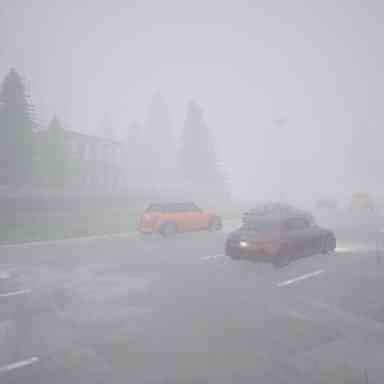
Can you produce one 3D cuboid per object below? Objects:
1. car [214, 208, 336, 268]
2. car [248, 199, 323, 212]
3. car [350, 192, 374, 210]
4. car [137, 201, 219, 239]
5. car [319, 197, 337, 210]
[{"bbox_3d":[3.006,1.459,11.004,4.181,1.385,1.994,-1,0,-42],"label":"car"},{"bbox_3d":[4.527,1.328,17.199,4.902,1.511,2.128,-1,0,-45],"label":"car"},{"bbox_3d":[17.473,0.888,34.314,2.097,1.767,4.553,-1,0,26],"label":"car"},{"bbox_3d":[-0.522,1.270,17.227,4.553,1.767,2.097,-1,0,-42],"label":"car"},{"bbox_3d":[14.521,1.176,35.777,1.895,1.301,4.718,-1,0,25],"label":"car"}]
